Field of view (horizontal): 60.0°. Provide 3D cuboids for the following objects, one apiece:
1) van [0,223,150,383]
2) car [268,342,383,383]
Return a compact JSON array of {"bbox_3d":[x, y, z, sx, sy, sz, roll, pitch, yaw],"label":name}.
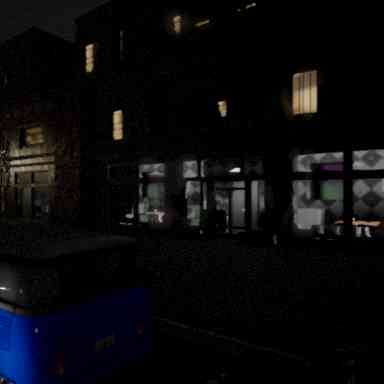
[{"bbox_3d":[-2.435,1.386,4.606,3.998,1.788,1.690,-1,0,35],"label":"van"},{"bbox_3d":[2.079,1.431,1.387,4.097,1.590,1.967,-1,0,35],"label":"car"}]
